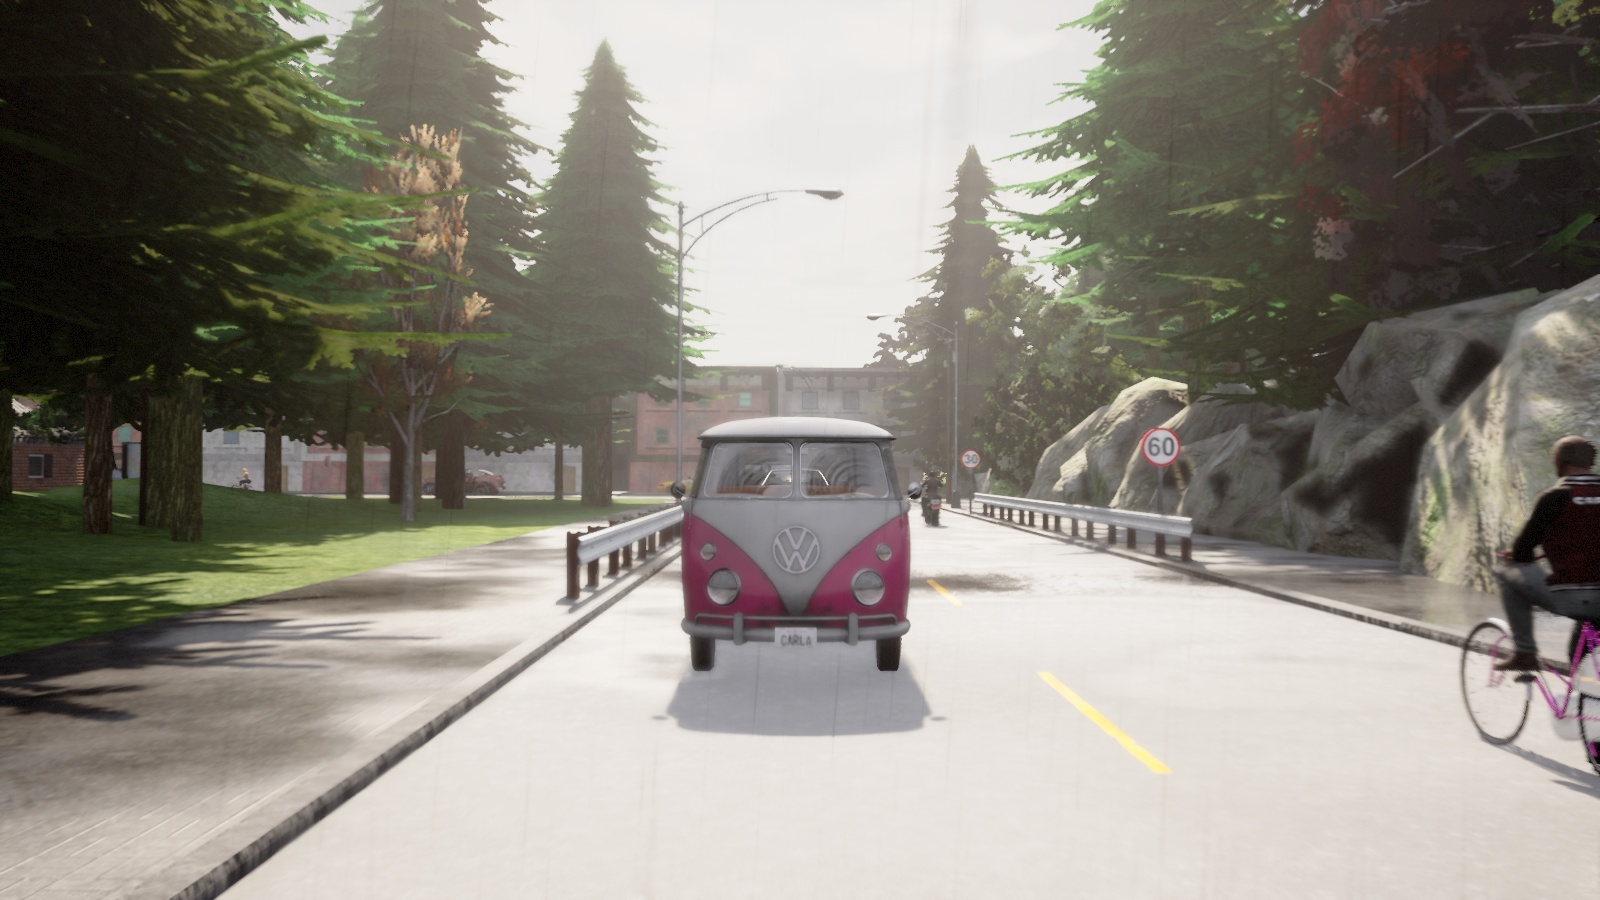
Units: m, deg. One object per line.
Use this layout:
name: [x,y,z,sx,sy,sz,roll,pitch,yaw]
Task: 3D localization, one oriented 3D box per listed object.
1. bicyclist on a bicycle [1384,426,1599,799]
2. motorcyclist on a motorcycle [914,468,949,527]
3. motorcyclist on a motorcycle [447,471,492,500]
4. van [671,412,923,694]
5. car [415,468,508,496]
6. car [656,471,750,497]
bicyclist on a bicycle: [3.983,0.785,6.914,0.659,1.776,1.843,0,-1,0]
motorcyclist on a motorcycle: [3.838,1.365,36.794,0.766,1.649,2.350,0,-1,0]
motorcyclist on a motorcycle: [-18.919,2.044,71.876,2.350,1.649,0.766,0,-1,0]
van: [-0.027,0.750,11.108,1.775,1.987,4.442,0,-1,0]
car: [-20.393,1.945,75.880,5.027,1.651,2.152,0,-1,0]
car: [-5.833,2.045,75.645,5.366,1.575,1.801,0,-1,15]
